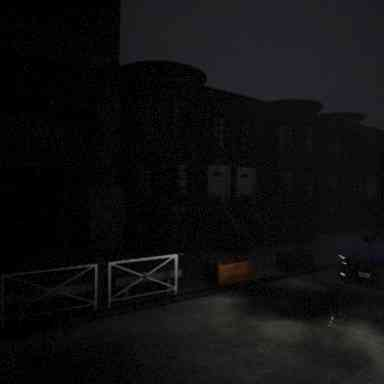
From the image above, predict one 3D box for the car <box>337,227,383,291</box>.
[{"bbox_3d":[5.826,1.582,8.764,5.008,1.535,1.882,1,0,-35],"label":"car"}]
